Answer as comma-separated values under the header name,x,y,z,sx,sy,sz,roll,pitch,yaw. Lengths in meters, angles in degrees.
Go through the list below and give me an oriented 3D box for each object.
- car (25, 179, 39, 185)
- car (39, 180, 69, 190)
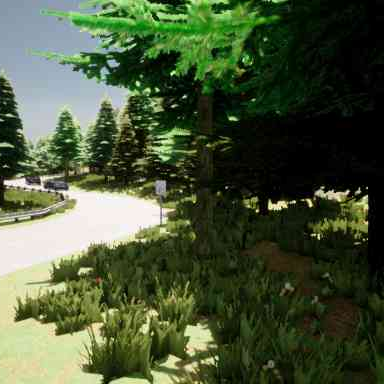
name,x,y,z,sx,sy,sz,roll,pitch,yaw
car,-25.510,-1.912,53.400,1.837,1.490,4.892,0,5,-34
car,-18.881,-0.986,46.136,4.181,1.385,1.994,6,4,39
